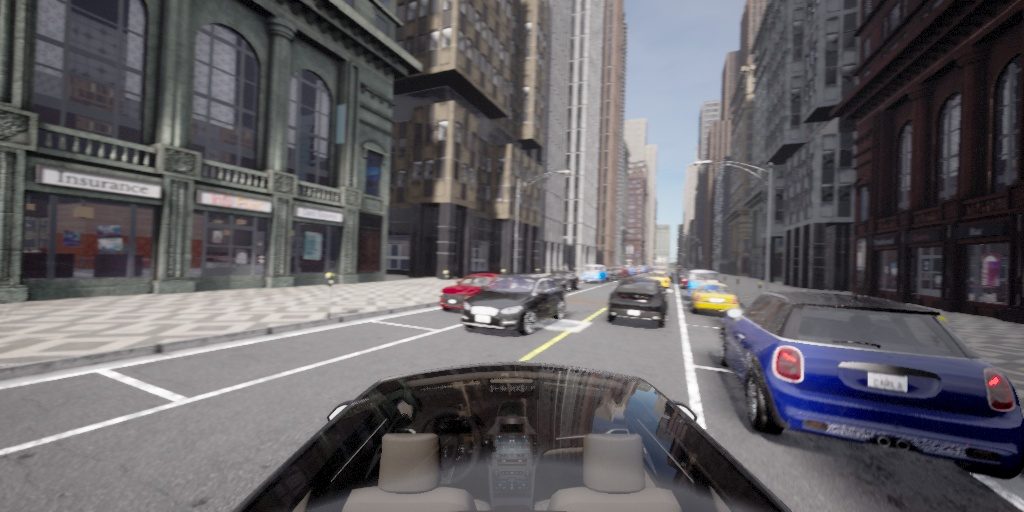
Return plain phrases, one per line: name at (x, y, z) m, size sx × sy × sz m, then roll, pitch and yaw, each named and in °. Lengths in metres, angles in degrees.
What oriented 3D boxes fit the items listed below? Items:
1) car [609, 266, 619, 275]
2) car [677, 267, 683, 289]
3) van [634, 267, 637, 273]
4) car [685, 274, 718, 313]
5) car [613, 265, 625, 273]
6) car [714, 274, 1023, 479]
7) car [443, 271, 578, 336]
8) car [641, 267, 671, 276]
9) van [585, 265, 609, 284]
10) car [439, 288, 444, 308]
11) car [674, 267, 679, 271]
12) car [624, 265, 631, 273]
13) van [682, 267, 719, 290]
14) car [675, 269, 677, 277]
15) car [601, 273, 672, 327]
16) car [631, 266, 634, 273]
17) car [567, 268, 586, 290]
car at (10.367, 2.118, 40.134) m, size 1.948 × 1.339 × 4.313 m, roll 0°, pitch 0°, yaw 24°
car at (15.837, 2.112, 31.510) m, size 1.967 × 1.591 × 4.097 m, roll 0°, pitch 0°, yaw 24°
van at (19.592, 2.467, 60.699) m, size 1.690 × 1.789 × 3.998 m, roll 0°, pitch 0°, yaw 24°
car at (8.989, 1.768, 16.242) m, size 1.751 × 1.417 × 4.829 m, roll 0°, pitch 0°, yaw 24°
car at (12.673, 2.261, 45.275) m, size 1.948 × 1.339 × 4.313 m, roll 0°, pitch 0°, yaw 24°
car at (4.576, 1.317, 5.483) m, size 2.097 × 1.767 × 4.553 m, roll 2°, pitch -1°, yaw 24°
car at (0.280, 1.348, 11.091) m, size 2.128 × 1.511 × 4.902 m, roll 2°, pitch -1°, yaw 24°
car at (12.048, 1.963, 29.750) m, size 1.801 × 1.575 × 5.366 m, roll 2°, pitch -1°, yaw 24°
van at (8.061, 1.749, 34.993) m, size 1.690 × 1.789 × 3.998 m, roll 0°, pitch 0°, yaw 24°
car at (-1.164, 1.381, 14.428) m, size 1.888 × 1.381 × 4.507 m, roll 0°, pitch 0°, yaw 24°
car at (25.061, 2.685, 52.073) m, size 1.967 × 1.591 × 4.097 m, roll 0°, pitch 0°, yaw 24°
car at (14.979, 2.154, 50.416) m, size 2.192 × 1.841 × 5.009 m, roll 0°, pitch 0°, yaw 24°
van at (11.225, 1.726, 21.227) m, size 1.690 × 1.789 × 3.998 m, roll 0°, pitch 0°, yaw 24°
car at (20.449, 2.509, 41.792) m, size 2.007 × 1.370 × 4.403 m, roll 0°, pitch 0°, yaw 24°
car at (4.738, 1.555, 13.214) m, size 1.837 × 1.490 × 4.892 m, roll 2°, pitch -1°, yaw 24°
car at (17.286, 2.527, 55.558) m, size 1.888 × 1.381 × 4.507 m, roll 0°, pitch 0°, yaw 24°
car at (3.448, 1.688, 24.710) m, size 1.948 × 1.339 × 4.313 m, roll 0°, pitch 0°, yaw 24°
